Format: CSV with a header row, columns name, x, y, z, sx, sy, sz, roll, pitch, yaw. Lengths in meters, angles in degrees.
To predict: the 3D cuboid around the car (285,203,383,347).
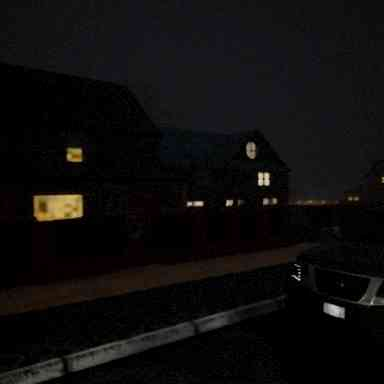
name,x,y,z,sx,sy,sz,roll,pitch,yaw
car,4.122,1.233,6.086,5.566,2.045,2.150,0,0,-36
